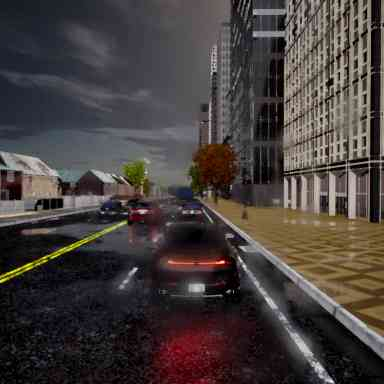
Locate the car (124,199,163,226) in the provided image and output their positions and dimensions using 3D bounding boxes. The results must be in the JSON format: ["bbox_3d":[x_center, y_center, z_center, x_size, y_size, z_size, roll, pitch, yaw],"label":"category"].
[{"bbox_3d":[-3.242,1.368,23.863,2.097,1.767,4.553,0,0,0],"label":"car"}]

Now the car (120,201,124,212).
[{"bbox_3d":[-6.703,1.568,38.677,1.812,1.442,4.674,0,0,0],"label":"car"}]

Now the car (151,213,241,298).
[{"bbox_3d":[0.070,1.506,8.494,1.837,1.490,4.892,0,0,0],"label":"car"}]

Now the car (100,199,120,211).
[{"bbox_3d":[-9.935,1.596,41.567,2.033,1.411,5.357,0,0,0],"label":"car"}]

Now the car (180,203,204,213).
[{"bbox_3d":[-0.006,1.568,27.071,2.033,1.411,5.357,0,0,0],"label":"car"}]
